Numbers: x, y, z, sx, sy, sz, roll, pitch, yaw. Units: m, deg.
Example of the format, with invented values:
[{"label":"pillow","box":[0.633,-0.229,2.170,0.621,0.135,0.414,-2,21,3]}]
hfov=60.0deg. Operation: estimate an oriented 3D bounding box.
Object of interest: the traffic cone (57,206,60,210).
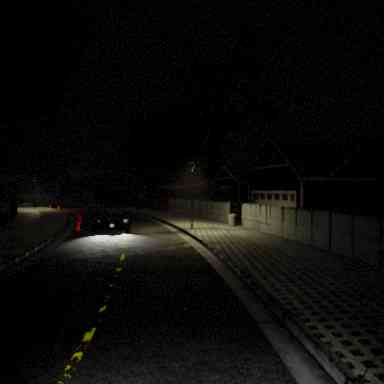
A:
[{"label":"traffic cone","box":[-16.468,1.895,41.164,0.340,0.580,0.340,0,0,-33]}]

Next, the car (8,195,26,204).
[{"label":"car","box":[-32.665,1.401,61.303,4.892,1.490,1.837,0,0,35]}]

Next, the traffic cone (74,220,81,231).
[{"label":"traffic cone","box":[-6.584,1.933,19.142,0.340,0.580,0.340,0,0,-15]}]

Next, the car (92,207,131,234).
[{"label":"car","box":[-4.673,1.540,19.162,1.994,1.385,4.181,0,0,-16]}]

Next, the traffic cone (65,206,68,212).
[{"label":"traffic cone","box":[-13.953,1.902,37.022,0.340,0.580,0.340,0,0,-29]}]
